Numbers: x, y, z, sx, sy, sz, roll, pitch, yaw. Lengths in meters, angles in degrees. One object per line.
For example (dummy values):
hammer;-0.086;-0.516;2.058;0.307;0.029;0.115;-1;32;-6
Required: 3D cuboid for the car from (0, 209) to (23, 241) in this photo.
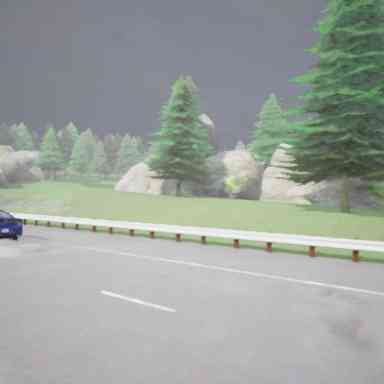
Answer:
car;-9.749;1.454;15.249;5.008;1.535;1.882;0;0;36
